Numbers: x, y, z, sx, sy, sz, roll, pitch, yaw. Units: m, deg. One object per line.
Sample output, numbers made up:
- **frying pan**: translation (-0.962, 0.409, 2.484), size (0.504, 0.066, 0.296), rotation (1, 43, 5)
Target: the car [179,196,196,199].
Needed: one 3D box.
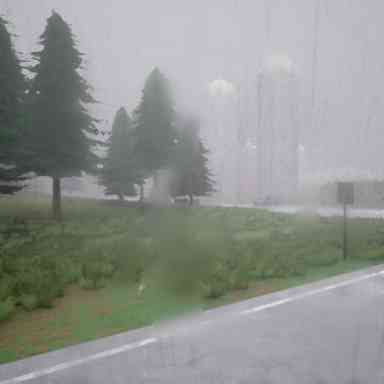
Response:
- **car**: translation (-0.626, 1.294, 49.241), size (1.882, 1.535, 5.008), rotation (0, 0, -35)

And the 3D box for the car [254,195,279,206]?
- **car**: translation (11.026, 1.283, 49.387), size (3.988, 1.617, 1.851), rotation (0, 0, -36)

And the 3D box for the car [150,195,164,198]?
- **car**: translation (-8.333, 1.353, 76.127), size (4.181, 1.381, 1.994), rotation (0, 0, -36)
